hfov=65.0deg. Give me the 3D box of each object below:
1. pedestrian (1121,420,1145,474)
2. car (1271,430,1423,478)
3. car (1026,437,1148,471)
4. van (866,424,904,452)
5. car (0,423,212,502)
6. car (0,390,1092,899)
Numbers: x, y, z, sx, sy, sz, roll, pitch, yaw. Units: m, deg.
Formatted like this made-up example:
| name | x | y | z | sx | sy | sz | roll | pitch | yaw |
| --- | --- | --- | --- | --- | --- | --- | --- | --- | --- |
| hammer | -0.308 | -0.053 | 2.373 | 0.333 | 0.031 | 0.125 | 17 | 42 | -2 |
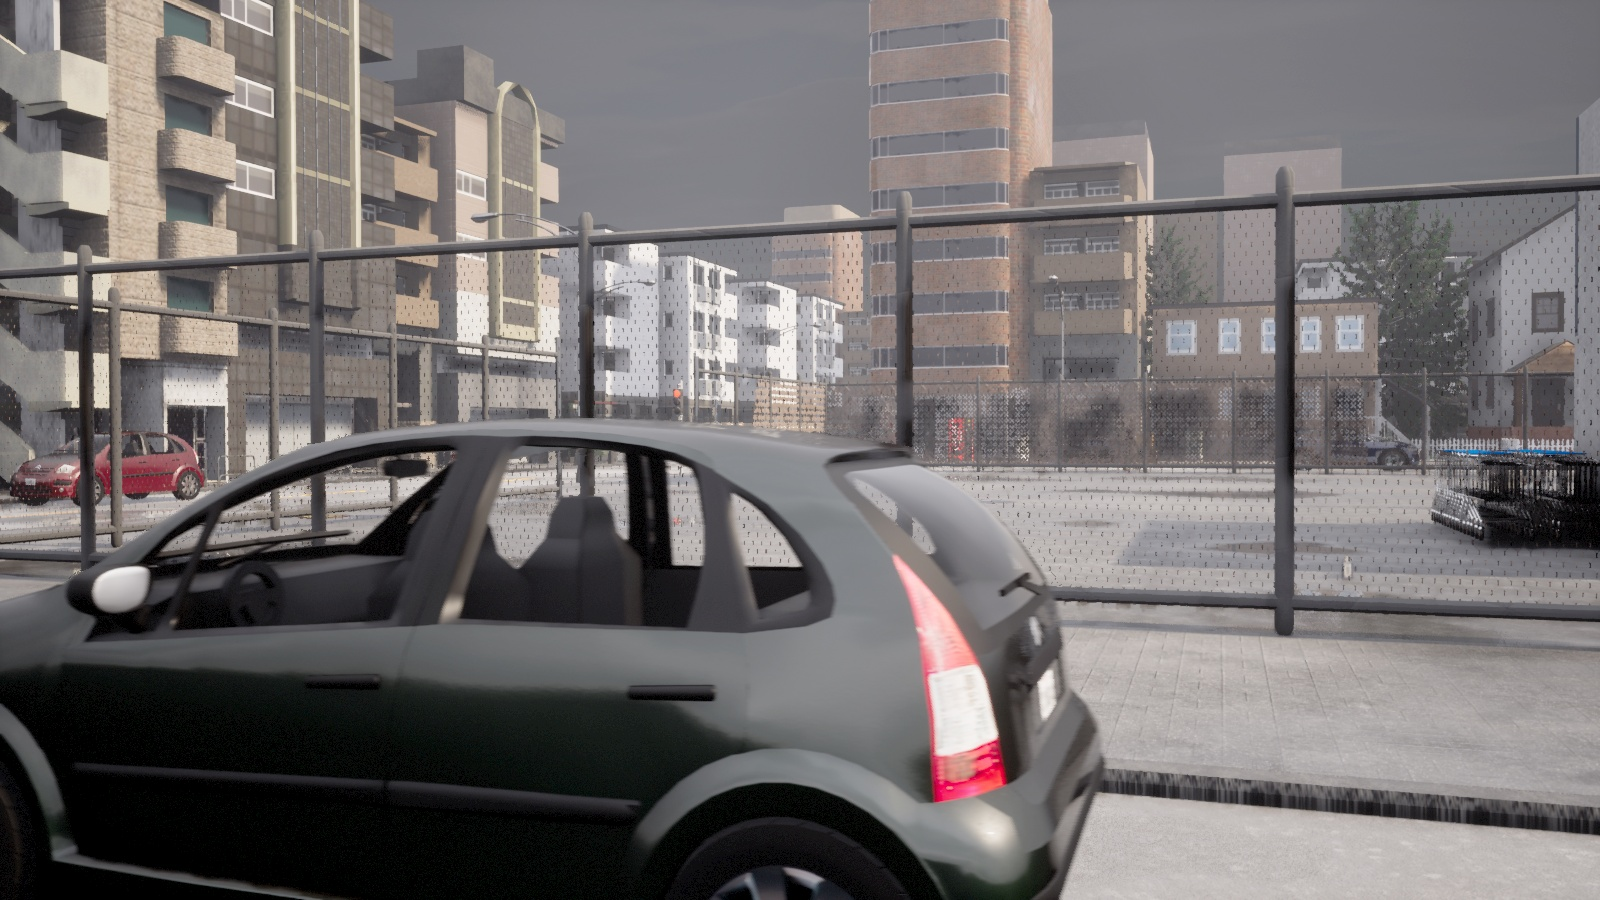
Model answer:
| name | x | y | z | sx | sy | sz | roll | pitch | yaw |
| --- | --- | --- | --- | --- | --- | --- | --- | --- | --- |
| pedestrian | 11.404 | -0.110 | 43.001 | 0.703 | 1.840 | 0.431 | 1 | 1 | 22 |
| car | 19.504 | 0.109 | 44.994 | 4.856 | 1.649 | 2.033 | 1 | 1 | 20 |
| car | 11.847 | 0.143 | 51.758 | 4.718 | 1.301 | 1.895 | 1 | 1 | 19 |
| van | 6.292 | -0.878 | 92.490 | 1.775 | 1.987 | 4.442 | 1 | 1 | 19 |
| car | -15.348 | 0.220 | 27.950 | 1.851 | 1.617 | 3.988 | 1 | 1 | 18 |
| car | -1.178 | 0.654 | 4.112 | 3.988 | 1.617 | 1.851 | 1 | 1 | 19 |
